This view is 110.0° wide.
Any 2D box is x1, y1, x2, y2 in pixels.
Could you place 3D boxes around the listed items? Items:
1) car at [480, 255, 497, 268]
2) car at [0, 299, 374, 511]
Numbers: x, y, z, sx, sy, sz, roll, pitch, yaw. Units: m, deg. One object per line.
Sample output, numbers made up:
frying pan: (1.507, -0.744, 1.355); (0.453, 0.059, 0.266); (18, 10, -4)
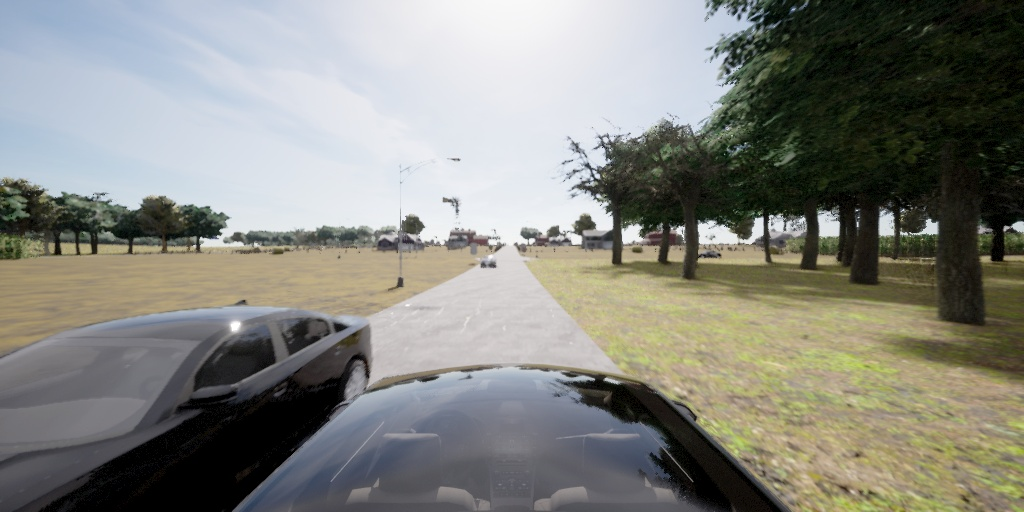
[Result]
car: (-2.837, 0.652, 44.041); (2.128, 1.511, 4.902); (0, 2, 0)
car: (-2.851, 1.224, 2.962); (1.882, 1.535, 5.008); (0, 0, 0)
